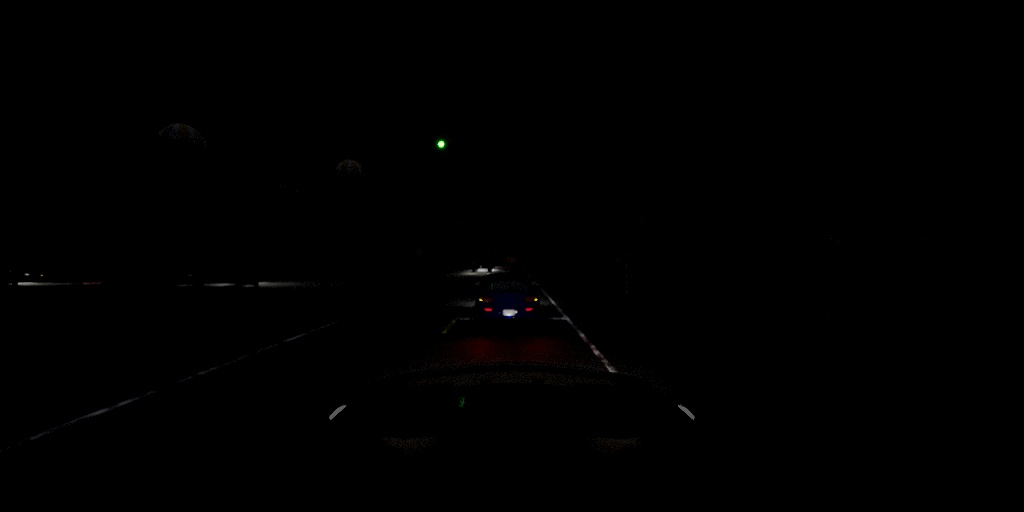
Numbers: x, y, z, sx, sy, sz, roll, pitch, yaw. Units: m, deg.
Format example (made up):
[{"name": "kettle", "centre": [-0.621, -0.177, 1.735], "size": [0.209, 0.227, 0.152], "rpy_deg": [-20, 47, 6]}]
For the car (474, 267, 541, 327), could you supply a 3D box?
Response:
[{"name": "car", "centre": [-0.195, 1.250, 11.323], "size": [1.812, 1.442, 4.674], "rpy_deg": [0, 0, -3]}]

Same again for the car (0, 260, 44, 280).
[{"name": "car", "centre": [-33.098, 0.966, 22.998], "size": [4.181, 1.385, 1.994], "rpy_deg": [1, 1, -1]}]

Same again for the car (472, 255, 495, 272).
[{"name": "car", "centre": [-3.631, 0.835, 44.439], "size": [2.150, 2.045, 5.566], "rpy_deg": [0, 0, 0]}]

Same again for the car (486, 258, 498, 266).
[{"name": "car", "centre": [-3.564, 1.039, 64.624], "size": [1.837, 1.490, 4.892], "rpy_deg": [0, 0, 0]}]

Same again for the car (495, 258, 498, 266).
[{"name": "car", "centre": [-3.622, 1.177, 54.213], "size": [1.895, 1.301, 4.718], "rpy_deg": [0, 0, 0]}]

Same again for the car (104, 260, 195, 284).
[{"name": "car", "centre": [-23.138, 0.988, 23.055], "size": [4.902, 1.511, 2.128], "rpy_deg": [1, 1, -1]}]
